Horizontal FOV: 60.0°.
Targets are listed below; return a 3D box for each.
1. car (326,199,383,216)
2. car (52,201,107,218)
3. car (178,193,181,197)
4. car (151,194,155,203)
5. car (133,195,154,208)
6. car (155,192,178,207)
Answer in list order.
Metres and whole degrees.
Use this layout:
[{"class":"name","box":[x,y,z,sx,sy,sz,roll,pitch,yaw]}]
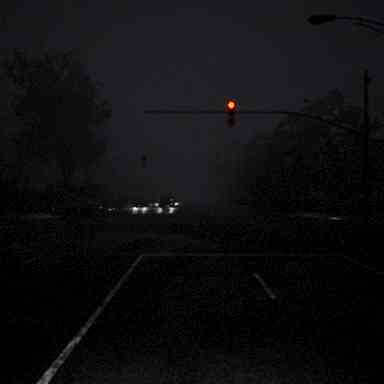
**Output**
[{"class":"car","box":[15.137,1.451,31.172,5.008,1.535,1.882,0,0,-3]},{"class":"car","box":[-10.002,1.493,29.699,4.674,1.442,1.812,0,0,-3]},{"class":"car","box":[-3.845,1.219,66.372,2.097,1.767,4.553,0,0,-1]},{"class":"car","box":[-7.310,1.237,63.239,2.097,1.767,4.553,0,0,-1]},{"class":"car","box":[-7.197,1.490,47.630,2.033,1.411,5.357,0,0,0]},{"class":"car","box":[-3.701,1.159,48.788,2.150,2.045,5.566,0,0,1]}]
